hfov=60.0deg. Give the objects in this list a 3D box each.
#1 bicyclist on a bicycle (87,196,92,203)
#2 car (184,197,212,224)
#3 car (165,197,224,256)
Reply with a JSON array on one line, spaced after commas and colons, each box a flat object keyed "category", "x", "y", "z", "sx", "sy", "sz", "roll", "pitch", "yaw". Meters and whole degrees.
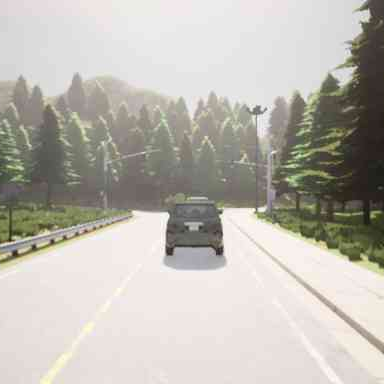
[{"category": "bicyclist on a bicycle", "x": -16.128, "y": 1.374, "z": 52.194, "sx": 0.582, "sy": 1.620, "sz": 1.656, "roll": 4, "pitch": 11, "yaw": 16}, {"category": "car", "x": 0.572, "y": 1.486, "z": 28.933, "sx": 2.150, "sy": 2.045, "sz": 5.566, "roll": 0, "pitch": 0, "yaw": 2}, {"category": "car", "x": 0.133, "y": 1.347, "z": 13.960, "sx": 2.150, "sy": 2.045, "sz": 5.566, "roll": 0, "pitch": 0, "yaw": 1}]
